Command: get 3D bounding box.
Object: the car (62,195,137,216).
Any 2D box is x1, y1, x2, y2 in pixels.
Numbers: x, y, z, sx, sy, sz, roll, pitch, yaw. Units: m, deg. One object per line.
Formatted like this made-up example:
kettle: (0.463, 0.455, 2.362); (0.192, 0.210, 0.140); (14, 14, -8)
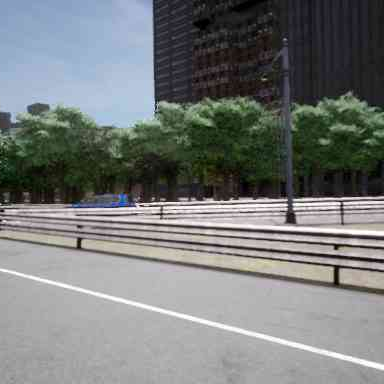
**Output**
car: (-6.997, 1.276, 25.294); (5.566, 2.045, 2.150); (-1, -1, 9)
